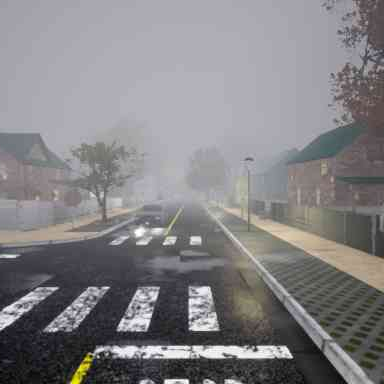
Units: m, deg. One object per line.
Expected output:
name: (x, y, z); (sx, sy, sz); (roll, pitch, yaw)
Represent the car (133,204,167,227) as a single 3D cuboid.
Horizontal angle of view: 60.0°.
car: (-2.783, 1.555, 23.373); (2.033, 1.411, 5.357); (0, 0, 0)
